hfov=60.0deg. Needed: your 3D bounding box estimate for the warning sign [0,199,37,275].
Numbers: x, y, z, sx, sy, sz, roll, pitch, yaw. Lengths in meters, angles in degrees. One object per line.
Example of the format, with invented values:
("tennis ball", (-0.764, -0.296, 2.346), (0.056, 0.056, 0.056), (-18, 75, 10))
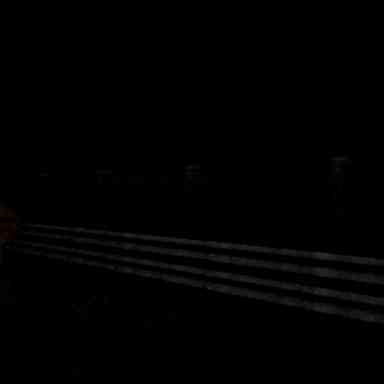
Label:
("warning sign", (-4.999, 1.120, 8.717), (1.060, 1.860, 1.300), (-1, 0, 35))
